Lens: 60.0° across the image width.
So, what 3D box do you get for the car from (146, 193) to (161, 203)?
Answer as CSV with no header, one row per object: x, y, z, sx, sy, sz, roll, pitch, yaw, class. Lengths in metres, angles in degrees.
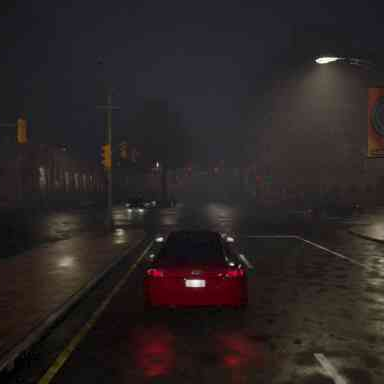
-8.041,1.225,67.267,2.150,2.045,5.566,0,0,0,car

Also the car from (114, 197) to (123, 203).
-14.775,1.595,67.921,1.895,1.301,4.718,0,0,0,car

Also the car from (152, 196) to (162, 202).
-8.029,1.595,77.444,1.895,1.301,4.718,0,0,0,car

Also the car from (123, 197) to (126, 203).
-11.566,1.564,64.612,1.994,1.385,4.181,0,0,0,car

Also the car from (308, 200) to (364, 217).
13.478,1.505,31.187,4.892,1.490,1.837,0,0,2,car

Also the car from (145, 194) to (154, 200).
-11.534,1.464,90.298,1.882,1.535,5.008,0,0,0,car

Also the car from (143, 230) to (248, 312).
0.072,1.564,7.814,1.994,1.385,4.181,0,0,0,car

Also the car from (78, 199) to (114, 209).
-13.055,1.601,44.825,1.895,1.301,4.718,0,0,21,car

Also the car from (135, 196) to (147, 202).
-11.528,1.553,75.321,1.994,1.385,4.181,0,0,0,car

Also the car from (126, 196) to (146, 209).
-7.571,1.507,45.019,1.837,1.490,4.892,0,-1,-9,car
